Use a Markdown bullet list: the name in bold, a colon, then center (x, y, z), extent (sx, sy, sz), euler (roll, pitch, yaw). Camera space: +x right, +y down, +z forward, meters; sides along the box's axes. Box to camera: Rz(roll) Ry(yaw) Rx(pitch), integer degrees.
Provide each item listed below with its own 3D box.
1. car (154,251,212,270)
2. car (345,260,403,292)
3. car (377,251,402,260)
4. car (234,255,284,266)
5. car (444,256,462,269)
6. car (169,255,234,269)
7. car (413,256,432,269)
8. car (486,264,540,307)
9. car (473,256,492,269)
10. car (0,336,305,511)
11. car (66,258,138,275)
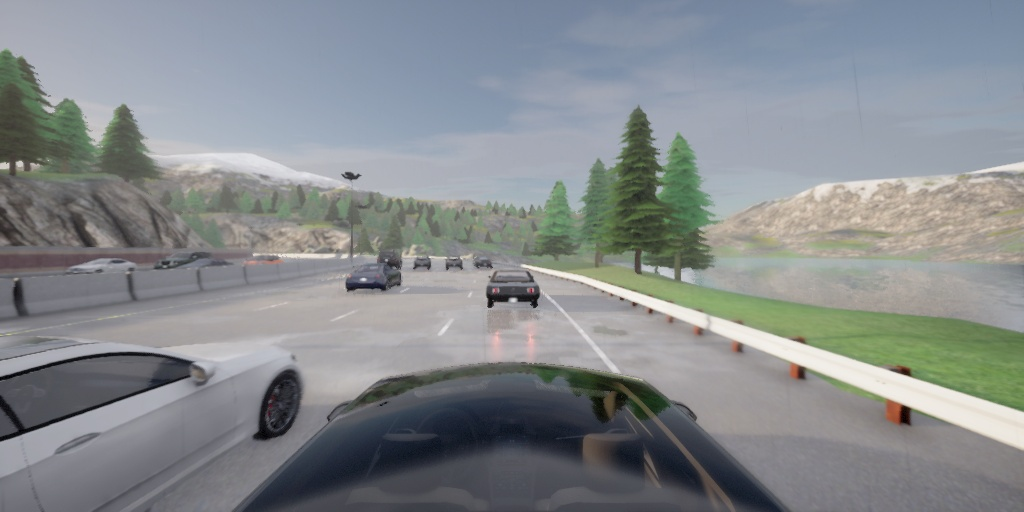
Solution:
- **car**: center (-30.487, 0.566, 33.708), extent (2.150, 2.045, 5.566), euler (0, 0, -10)
- **car**: center (-7.295, 1.089, 19.319), extent (1.994, 1.385, 4.181), euler (0, 1, -3)
- **car**: center (-13.369, 0.493, 39.149), extent (2.150, 2.045, 5.566), euler (0, 1, -12)
- **car**: center (-23.398, 0.692, 33.677), extent (2.097, 1.767, 4.553), euler (0, 1, -10)
- **car**: center (-6.900, 0.725, 42.048), extent (2.128, 1.511, 4.902), euler (0, 1, -13)
- **car**: center (-26.498, 0.919, 31.316), extent (2.033, 1.411, 5.357), euler (0, 1, -9)
- **car**: center (-10.498, 0.725, 42.055), extent (2.128, 1.511, 4.902), euler (0, 1, -13)
- **car**: center (-0.045, 1.187, 14.497), extent (1.895, 1.301, 4.718), euler (0, 1, -2)
- **car**: center (-3.643, 0.737, 43.708), extent (1.812, 1.442, 4.674), euler (0, 1, -13)
- **car**: center (-3.400, 1.267, 2.370), extent (1.812, 1.442, 4.674), euler (0, 1, 0)
- **car**: center (-33.302, 0.923, 29.361), extent (1.812, 1.442, 4.674), euler (0, 1, -9)
